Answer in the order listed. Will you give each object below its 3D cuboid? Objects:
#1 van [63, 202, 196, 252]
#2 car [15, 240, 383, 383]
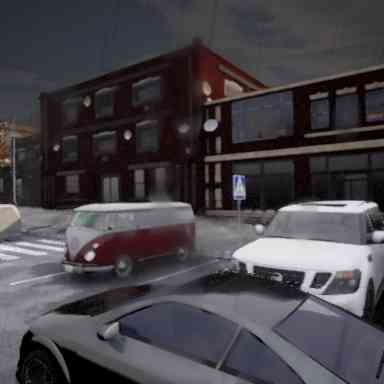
[{"bbox_3d":[-1.777,1.320,10.081,1.878,1.987,4.442,-1,0,36],"label":"van"},{"bbox_3d":[0.121,1.543,3.289,4.181,1.385,1.994,1,1,35],"label":"car"}]
